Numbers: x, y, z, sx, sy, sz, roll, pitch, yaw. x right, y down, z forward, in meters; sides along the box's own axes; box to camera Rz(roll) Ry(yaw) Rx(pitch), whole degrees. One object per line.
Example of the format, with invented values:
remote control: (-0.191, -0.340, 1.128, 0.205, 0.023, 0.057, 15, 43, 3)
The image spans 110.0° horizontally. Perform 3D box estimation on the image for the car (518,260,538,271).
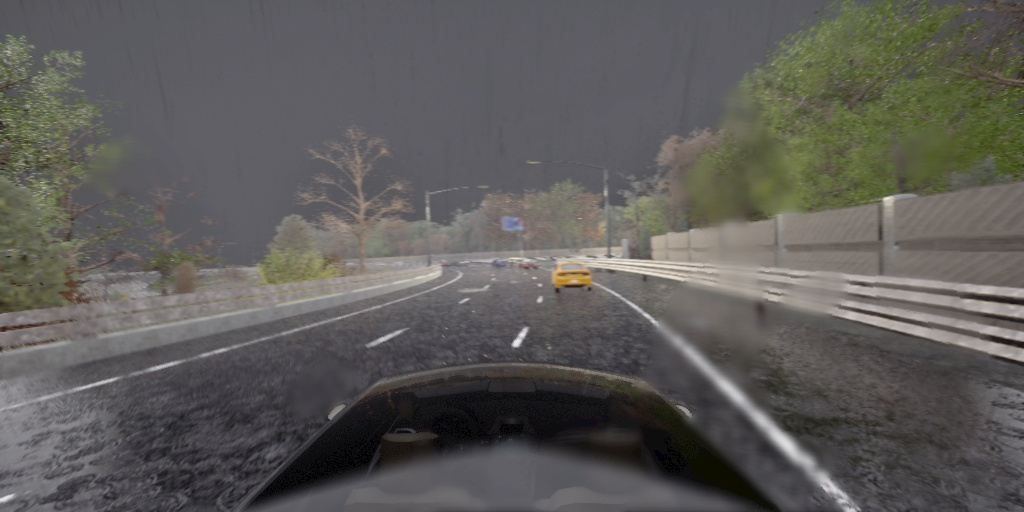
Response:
car: (2.029, 1.216, 47.335, 1.895, 1.301, 4.718, -2, 0, -10)

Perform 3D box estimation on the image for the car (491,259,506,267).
car: (-2.474, 1.299, 64.947, 1.812, 1.442, 4.674, -2, 0, -19)

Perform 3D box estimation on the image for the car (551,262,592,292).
car: (3.259, 1.078, 20.241, 1.882, 1.535, 5.008, -2, 0, 4)
